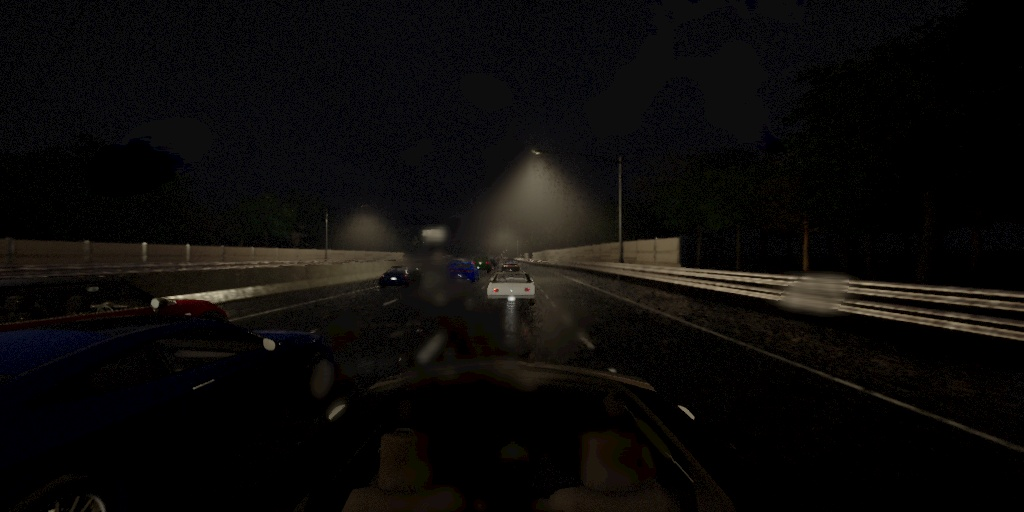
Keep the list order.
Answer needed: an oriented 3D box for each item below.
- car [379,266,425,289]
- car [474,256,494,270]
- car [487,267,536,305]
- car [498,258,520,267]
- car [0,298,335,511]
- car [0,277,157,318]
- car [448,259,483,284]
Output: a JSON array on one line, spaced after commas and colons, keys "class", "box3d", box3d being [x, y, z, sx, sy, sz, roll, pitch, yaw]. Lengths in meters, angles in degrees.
[{"class": "car", "box3d": [-7.047, 1.321, 23.341, 1.994, 1.385, 4.181, 0, 0, 0]}, {"class": "car", "box3d": [-3.683, 0.974, 44.164, 2.150, 2.045, 5.566, 0, 0, -1]}, {"class": "car", "box3d": [-0.019, 1.356, 16.112, 1.895, 1.301, 4.718, 0, 0, 0]}, {"class": "car", "box3d": [-0.143, 1.243, 39.285, 2.128, 1.511, 4.902, 0, 0, 0]}, {"class": "car", "box3d": [-3.499, 1.278, 3.333, 1.812, 1.442, 4.674, 0, 0, 0]}, {"class": "car", "box3d": [-7.000, 1.106, 5.688, 2.097, 1.767, 4.553, 0, 0, 0]}, {"class": "car", "box3d": [-3.566, 1.232, 27.331, 1.882, 1.535, 5.008, 0, 0, 0]}]
